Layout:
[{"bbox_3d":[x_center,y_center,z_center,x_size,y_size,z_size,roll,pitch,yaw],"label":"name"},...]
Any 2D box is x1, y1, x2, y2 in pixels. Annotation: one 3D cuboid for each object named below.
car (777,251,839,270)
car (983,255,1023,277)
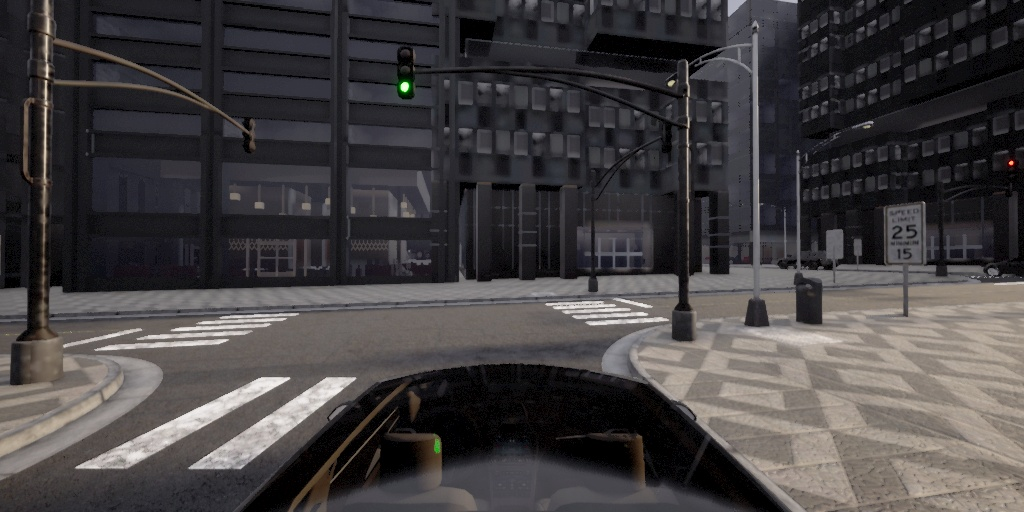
[{"bbox_3d":[31.313,0.515,38.170,2.150,2.045,5.566,0,0,-10],"label":"car"},{"bbox_3d":[33.348,0.655,22.799,1.837,1.490,4.892,0,-1,11],"label":"car"}]
